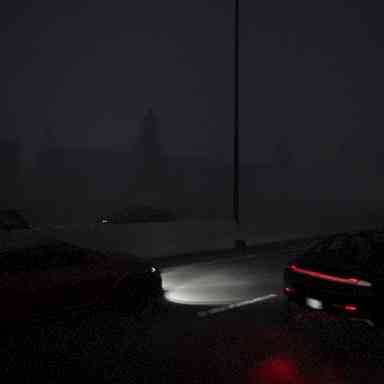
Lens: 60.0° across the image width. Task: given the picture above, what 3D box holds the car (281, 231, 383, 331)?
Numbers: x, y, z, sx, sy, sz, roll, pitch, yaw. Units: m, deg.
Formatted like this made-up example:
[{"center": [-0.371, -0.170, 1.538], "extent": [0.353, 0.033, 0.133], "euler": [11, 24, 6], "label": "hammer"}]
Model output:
[{"center": [3.866, 1.532, 6.585], "extent": [4.902, 1.511, 2.128], "euler": [0, 0, -36], "label": "car"}]

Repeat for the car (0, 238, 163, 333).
[{"center": [-2.649, 1.572, 6.222], "extent": [4.181, 1.385, 1.994], "euler": [1, 0, -35], "label": "car"}]

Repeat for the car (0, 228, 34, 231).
[{"center": [-7.829, 1.355, 11.314], "extent": [4.553, 1.767, 2.097], "euler": [0, 0, -36], "label": "car"}]

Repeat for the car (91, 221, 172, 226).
[{"center": [-3.250, 1.543, 18.943], "extent": [4.902, 1.511, 2.128], "euler": [0, 0, -36], "label": "car"}]
